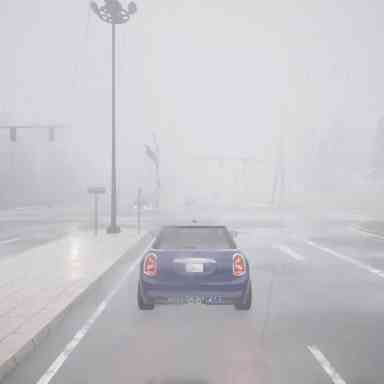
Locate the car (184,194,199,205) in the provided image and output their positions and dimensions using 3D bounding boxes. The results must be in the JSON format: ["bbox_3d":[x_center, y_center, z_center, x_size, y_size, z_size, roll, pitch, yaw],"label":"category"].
[{"bbox_3d":[-0.235,1.526,54.784,1.812,1.442,4.674,0,0,-1],"label":"car"}]

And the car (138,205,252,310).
[{"bbox_3d":[0.060,1.352,7.964,2.097,1.767,4.553,0,0,0],"label":"car"}]

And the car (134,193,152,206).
[{"bbox_3d":[-8.334,1.352,55.615,2.097,1.767,4.553,0,0,-1],"label":"car"}]

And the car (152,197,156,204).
[{"bbox_3d":[-8.454,1.564,65.561,1.994,1.385,4.181,0,0,0],"label":"car"}]

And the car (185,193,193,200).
[{"bbox_3d":[-0.942,1.189,95.643,2.150,2.045,5.566,0,0,-1],"label":"car"}]

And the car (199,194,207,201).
[{"bbox_3d":[2.736,1.513,85.350,1.812,1.442,4.674,0,0,-1],"label":"car"}]

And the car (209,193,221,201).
[{"bbox_3d":[6.241,1.215,85.084,2.150,2.045,5.566,0,0,-1],"label":"car"}]
